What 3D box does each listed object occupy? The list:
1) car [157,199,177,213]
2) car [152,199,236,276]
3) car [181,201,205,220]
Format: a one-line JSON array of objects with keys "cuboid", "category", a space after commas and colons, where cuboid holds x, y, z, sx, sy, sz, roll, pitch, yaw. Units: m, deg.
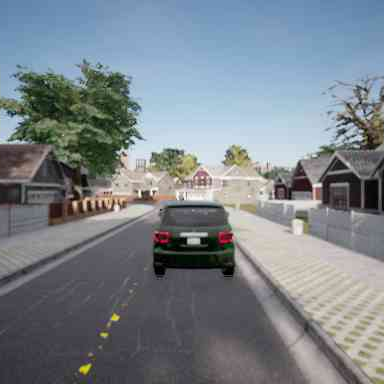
[{"cuboid": [-2.936, 1.590, 39.794, 2.033, 1.411, 5.357, 0, 0, -1], "category": "car"}, {"cuboid": [0.065, 1.236, 10.536, 2.150, 2.045, 5.566, 0, 0, 0], "category": "car"}, {"cuboid": [0.090, 1.580, 29.860, 2.033, 1.411, 5.357, 0, 0, 0], "category": "car"}]
